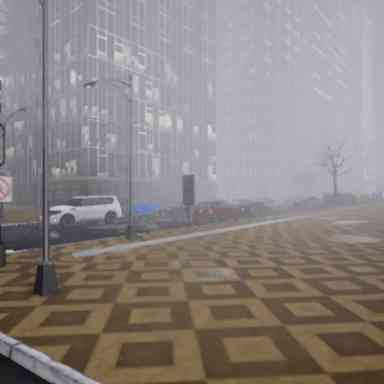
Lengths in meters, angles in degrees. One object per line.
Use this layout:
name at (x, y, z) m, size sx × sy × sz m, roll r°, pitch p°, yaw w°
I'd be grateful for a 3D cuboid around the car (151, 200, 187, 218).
car at (-1.106, 1.574, 30.415) m, size 1.895 × 1.301 × 4.718 m, roll -1°, pitch 0°, yaw 40°

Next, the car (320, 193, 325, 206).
car at (16.653, 1.279, 46.678) m, size 1.812 × 1.442 × 4.674 m, roll -1°, pitch 0°, yaw 40°

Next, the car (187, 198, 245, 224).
car at (1.867, 1.393, 24.748) m, size 1.967 × 1.590 × 4.097 m, roll 0°, pitch 1°, yaw 40°

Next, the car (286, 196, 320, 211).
car at (12.717, 1.394, 37.921) m, size 1.802 × 1.307 × 4.206 m, roll 0°, pitch 1°, yaw 40°

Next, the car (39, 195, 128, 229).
car at (-7.466, 1.278, 22.812) m, size 2.150 × 2.045 × 5.566 m, roll -1°, pitch 0°, yaw 40°

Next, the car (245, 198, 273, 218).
car at (5.472, 1.472, 29.149) m, size 1.947 × 1.339 × 4.313 m, roll 0°, pitch 1°, yaw 40°

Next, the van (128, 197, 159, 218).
van at (-4.737, 1.353, 30.292) m, size 1.690 × 1.788 × 3.998 m, roll 0°, pitch 1°, yaw 40°

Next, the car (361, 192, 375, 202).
car at (31.064, 1.101, 59.877) m, size 1.752 × 1.417 × 4.829 m, roll 0°, pitch 1°, yaw 40°

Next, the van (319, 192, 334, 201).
van at (28.185, 0.929, 69.500) m, size 1.690 × 1.788 × 3.998 m, roll 0°, pitch 1°, yaw 40°

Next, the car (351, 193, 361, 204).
car at (23.659, 0.986, 51.015) m, size 2.192 × 1.841 × 5.009 m, roll 0°, pitch 1°, yaw 40°

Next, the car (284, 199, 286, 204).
car at (17.242, 1.295, 56.406) m, size 1.947 × 1.339 × 4.313 m, roll 0°, pitch 1°, yaw 40°

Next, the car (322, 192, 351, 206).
car at (20.011, 1.033, 46.650) m, size 2.192 × 1.841 × 5.009 m, roll 0°, pitch 1°, yaw 40°

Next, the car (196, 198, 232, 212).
car at (2.644, 1.462, 38.952) m, size 1.887 × 1.381 × 4.507 m, roll 0°, pitch 1°, yaw 40°

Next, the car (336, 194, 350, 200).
car at (35.482, 1.061, 78.233) m, size 1.947 × 1.339 × 4.313 m, roll 0°, pitch 1°, yaw 40°

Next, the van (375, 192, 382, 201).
van at (38.251, 0.825, 68.476) m, size 1.690 × 1.788 × 3.998 m, roll 0°, pitch 1°, yaw 40°

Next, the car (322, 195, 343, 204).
car at (22.938, 1.237, 54.208) m, size 1.994 × 1.385 × 4.181 m, roll -1°, pitch 0°, yaw 40°
